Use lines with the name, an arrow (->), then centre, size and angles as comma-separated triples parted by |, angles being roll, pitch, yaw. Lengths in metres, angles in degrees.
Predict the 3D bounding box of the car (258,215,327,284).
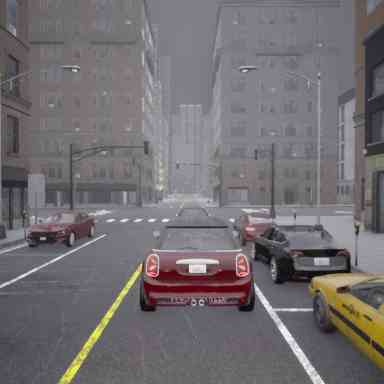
car -> 2.851, 1.563, 9.388 | 1.947, 1.339, 4.313 | -1, 0, 0

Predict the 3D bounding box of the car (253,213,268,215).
car -> 2.842, 1.576, 14.974 | 1.802, 1.307, 4.206 | -1, 0, 0

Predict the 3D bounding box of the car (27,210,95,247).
car -> -5.704, 1.539, 14.957 | 1.887, 1.381, 4.507 | -1, 0, 0

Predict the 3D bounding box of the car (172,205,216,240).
car -> 0.068, 1.541, 18.131 | 2.033, 1.411, 5.357 | 0, 0, 0

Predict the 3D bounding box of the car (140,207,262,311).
car -> 0.088, 1.349, 7.893 | 2.097, 1.767, 4.553 | 0, 0, 0

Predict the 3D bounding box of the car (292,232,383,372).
car -> 2.859, 1.524, 3.972 | 1.752, 1.417, 4.829 | -1, 0, 0
